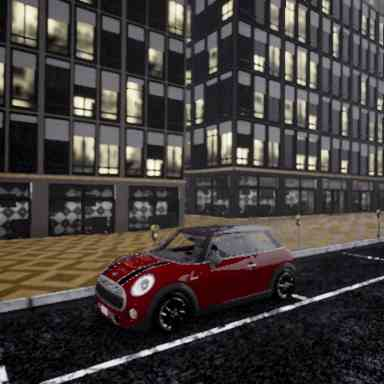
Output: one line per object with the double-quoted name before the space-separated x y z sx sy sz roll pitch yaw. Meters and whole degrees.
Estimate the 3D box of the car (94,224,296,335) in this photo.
"car" 0.181 1.430 6.672 4.097 1.590 1.967 0 1 -35
